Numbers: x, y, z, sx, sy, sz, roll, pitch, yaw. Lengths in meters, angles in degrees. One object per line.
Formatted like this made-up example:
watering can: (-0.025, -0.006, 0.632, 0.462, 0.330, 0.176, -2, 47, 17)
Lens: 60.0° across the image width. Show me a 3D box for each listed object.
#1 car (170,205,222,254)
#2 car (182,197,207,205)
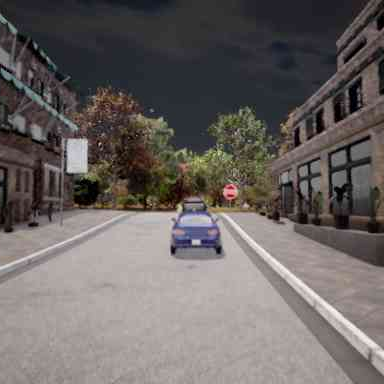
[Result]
car: (0.136, 1.457, 13.182, 1.812, 1.442, 4.674, 0, 1, 0)
car: (0.189, 1.136, 26.994, 2.128, 1.511, 4.902, 0, -1, 0)
